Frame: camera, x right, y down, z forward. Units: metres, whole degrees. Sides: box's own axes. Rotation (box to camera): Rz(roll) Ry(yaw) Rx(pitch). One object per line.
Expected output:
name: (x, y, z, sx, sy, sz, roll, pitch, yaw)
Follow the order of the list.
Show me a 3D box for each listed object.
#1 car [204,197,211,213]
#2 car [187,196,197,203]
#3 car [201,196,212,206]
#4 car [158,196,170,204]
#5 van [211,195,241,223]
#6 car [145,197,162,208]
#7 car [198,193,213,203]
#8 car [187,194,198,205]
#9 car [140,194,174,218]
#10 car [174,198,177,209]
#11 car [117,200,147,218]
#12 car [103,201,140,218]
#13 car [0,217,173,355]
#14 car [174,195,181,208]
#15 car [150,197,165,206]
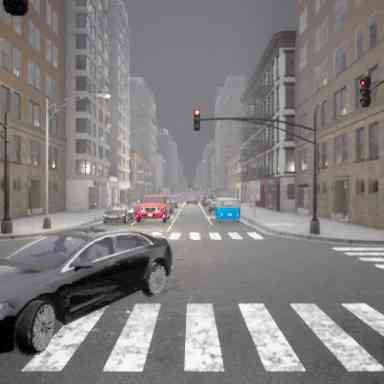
car: (2.607, 1.565, 36.253, 1.802, 1.307, 4.206, 0, 0, 0)
car: (0.042, 1.551, 68.696, 1.895, 1.301, 4.718, 0, 0, 0)
car: (2.599, 1.556, 47.617, 1.802, 1.307, 4.206, 0, 0, 0)
car: (-5.440, 1.520, 64.649, 1.947, 1.339, 4.313, 0, 0, 0)
van: (2.616, 1.329, 24.891, 1.690, 1.788, 3.998, 0, 0, 0)
car: (-5.427, 1.500, 47.434, 1.752, 1.417, 4.829, 0, 0, 0)
car: (2.594, 1.283, 53.298, 2.192, 1.841, 5.009, 0, 0, 0)
car: (0.048, 1.525, 58.749, 1.994, 1.385, 4.181, 0, 0, 0)
car: (-2.869, 1.210, 25.557, 2.150, 2.045, 5.566, 0, 0, 0)
car: (-2.880, 1.584, 35.374, 1.895, 1.301, 4.718, 0, 0, 0)
car: (-5.413, 1.530, 30.558, 1.887, 1.381, 4.507, 0, 0, 0)
car: (-5.409, 1.539, 24.876, 2.008, 1.369, 4.403, 0, 0, 0)
car: (-2.193, 1.487, 6.330, 2.128, 1.511, 4.902, -1, 0, 28)
car: (-2.872, 1.481, 45.434, 1.837, 1.490, 4.892, 0, 0, 0)
car: (-5.431, 1.534, 53.286, 1.947, 1.339, 4.313, 0, 0, 0)
